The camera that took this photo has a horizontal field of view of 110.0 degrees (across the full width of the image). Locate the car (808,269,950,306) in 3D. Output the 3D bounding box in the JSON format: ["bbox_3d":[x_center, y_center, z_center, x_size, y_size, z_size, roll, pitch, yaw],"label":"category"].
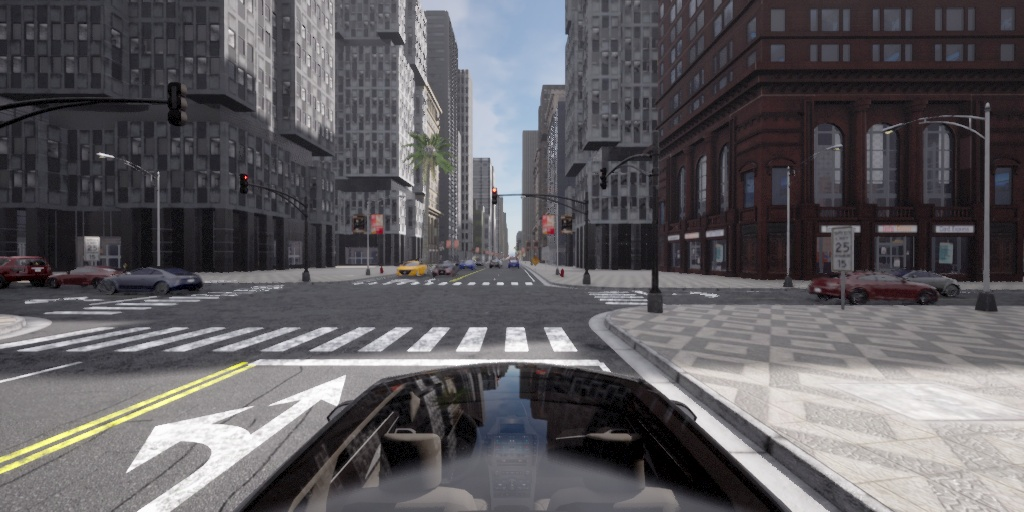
[{"bbox_3d":[15.976,1.374,16.011,4.674,1.442,1.812,0,0,1],"label":"car"}]

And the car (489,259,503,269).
[{"bbox_3d":[-2.951,1.435,62.490,1.837,1.490,4.892,0,0,0],"label":"car"}]

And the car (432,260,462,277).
[{"bbox_3d":[-6.435,1.337,34.918,1.994,1.385,4.181,0,0,0],"label":"car"}]

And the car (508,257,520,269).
[{"bbox_3d":[0.343,1.406,62.167,1.882,1.535,5.008,0,0,1],"label":"car"}]

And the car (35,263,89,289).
[{"bbox_3d":[-24.973,1.230,21.379,4.207,1.307,1.802,0,0,-1],"label":"car"}]

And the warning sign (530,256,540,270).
[{"bbox_3d":[3.074,0.939,47.326,1.300,1.860,1.060,0,0,0],"label":"warning sign"}]

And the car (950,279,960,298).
[{"bbox_3d":[20.906,1.418,19.117,4.181,1.385,1.994,0,0,0],"label":"car"}]

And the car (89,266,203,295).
[{"bbox_3d":[-18.832,1.249,18.809,4.181,1.385,1.994,0,0,1],"label":"car"}]

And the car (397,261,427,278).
[{"bbox_3d":[-9.686,1.250,34.946,1.882,1.535,5.008,0,0,0],"label":"car"}]

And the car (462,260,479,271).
[{"bbox_3d":[-6.344,1.328,51.642,1.882,1.535,5.008,0,-1,0],"label":"car"}]

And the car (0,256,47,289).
[{"bbox_3d":[-30.612,0.943,21.320,5.009,1.841,2.192,0,0,-1],"label":"car"}]
